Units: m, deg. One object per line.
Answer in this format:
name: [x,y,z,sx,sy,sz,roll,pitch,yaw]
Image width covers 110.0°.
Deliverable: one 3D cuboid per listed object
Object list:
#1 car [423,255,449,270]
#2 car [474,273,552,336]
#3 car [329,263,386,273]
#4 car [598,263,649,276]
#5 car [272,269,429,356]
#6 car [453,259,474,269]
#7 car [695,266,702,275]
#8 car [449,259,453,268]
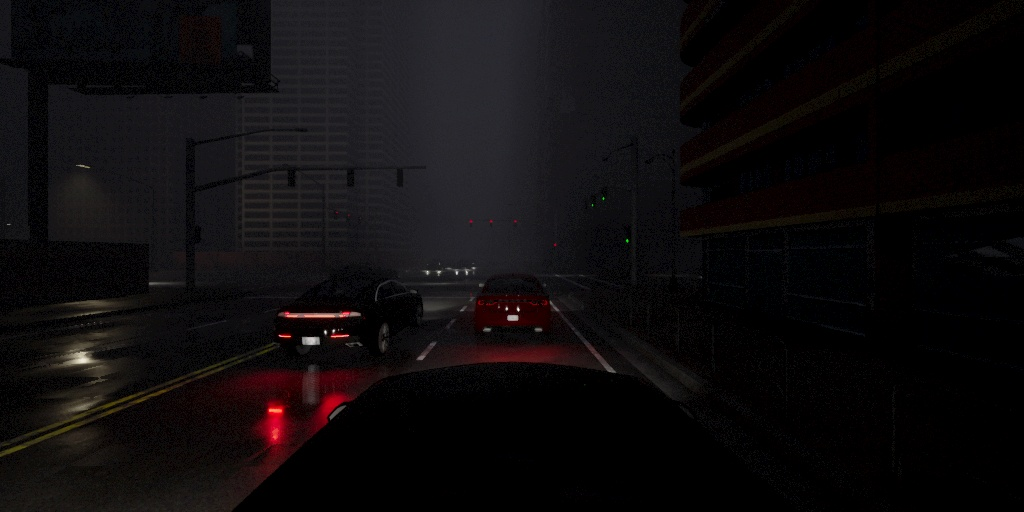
car: [-10.952,1.102,51.728,2.097,1.767,4.553,0,0,0]
car: [0.014,1.228,10.461,1.882,1.535,5.008,0,0,0]
car: [-10.654,1.242,26.001,4.902,1.511,2.128,0,0,0]
car: [11.333,1.351,36.766,4.718,1.301,1.895,0,0,2]
car: [-3.475,1.242,8.573,2.128,1.511,4.902,0,0,-1]
car: [-7.477,1.255,55.636,1.837,1.490,4.892,0,0,0]
car: [21.460,1.228,36.714,5.008,1.535,1.882,0,0,0]
car: [-10.998,1.297,61.927,2.033,1.411,5.357,0,0,0]
